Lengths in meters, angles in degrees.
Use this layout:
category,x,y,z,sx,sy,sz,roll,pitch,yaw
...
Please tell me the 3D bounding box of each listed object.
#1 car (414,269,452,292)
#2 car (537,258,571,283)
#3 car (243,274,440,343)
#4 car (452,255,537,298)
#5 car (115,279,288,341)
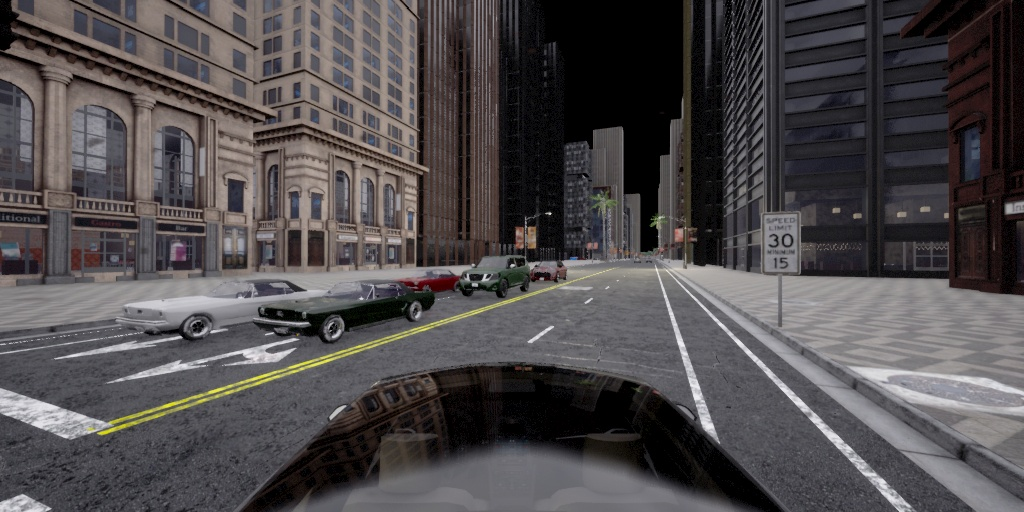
category,x,y,z,sx,sy,sz,roll,pitch,yaw
car,-4.325,1.356,18.761,1.895,1.301,4.718,0,0,21
car,3.002,1.116,28.581,2.097,1.767,4.553,0,0,21
car,-4.271,1.352,9.985,1.895,1.301,4.718,0,0,24
car,-0.705,0.977,19.072,2.150,2.045,5.566,0,0,21
car,-7.673,1.352,10.212,1.895,1.301,4.718,0,0,21
